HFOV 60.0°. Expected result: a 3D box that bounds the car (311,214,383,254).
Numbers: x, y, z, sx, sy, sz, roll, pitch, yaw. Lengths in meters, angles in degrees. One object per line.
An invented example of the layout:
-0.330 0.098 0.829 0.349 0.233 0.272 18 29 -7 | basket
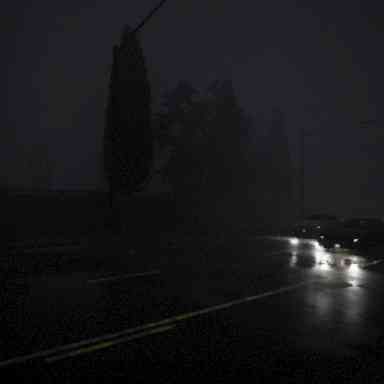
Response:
7.893 1.930 15.639 5.357 1.411 2.033 3 -2 -45 | car

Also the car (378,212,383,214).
29.774 3.754 51.128 2.033 1.411 5.357 1 -2 14 | car

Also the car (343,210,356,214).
27.303 3.931 58.059 1.837 1.490 4.892 1 -2 6 | car

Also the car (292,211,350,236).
8.048 2.057 20.923 1.812 1.442 4.674 0 -2 43 | car
